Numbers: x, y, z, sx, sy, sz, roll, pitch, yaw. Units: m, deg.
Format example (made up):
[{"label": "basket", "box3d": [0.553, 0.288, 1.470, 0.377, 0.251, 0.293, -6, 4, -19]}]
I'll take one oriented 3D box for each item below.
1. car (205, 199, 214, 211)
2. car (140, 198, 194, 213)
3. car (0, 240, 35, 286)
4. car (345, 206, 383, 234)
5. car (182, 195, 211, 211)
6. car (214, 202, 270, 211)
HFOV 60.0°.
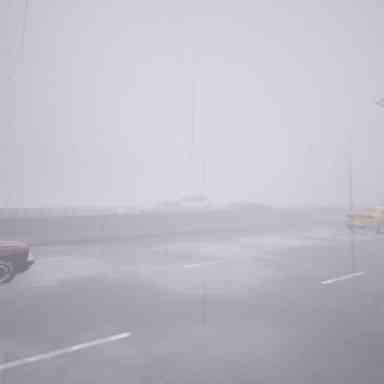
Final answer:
[{"label": "car", "box3d": [4.225, 1.697, 32.707, 5.357, 1.411, 2.033, 0, 0, -35]}, {"label": "car", "box3d": [-2.621, 1.593, 32.181, 5.008, 1.535, 1.882, 1, -1, -35]}, {"label": "car", "box3d": [-6.354, 1.602, 7.809, 4.718, 1.301, 1.895, 0, 0, -36]}, {"label": "car", "box3d": [11.462, 1.613, 20.540, 5.008, 1.535, 1.882, 0, 0, -36]}, {"label": "car", "box3d": [-0.105, 1.375, 38.221, 5.566, 2.045, 2.150, 1, 0, -35]}, {"label": "car", "box3d": [4.718, 1.629, 28.779, 4.902, 1.511, 2.128, 1, 0, -35]}]
